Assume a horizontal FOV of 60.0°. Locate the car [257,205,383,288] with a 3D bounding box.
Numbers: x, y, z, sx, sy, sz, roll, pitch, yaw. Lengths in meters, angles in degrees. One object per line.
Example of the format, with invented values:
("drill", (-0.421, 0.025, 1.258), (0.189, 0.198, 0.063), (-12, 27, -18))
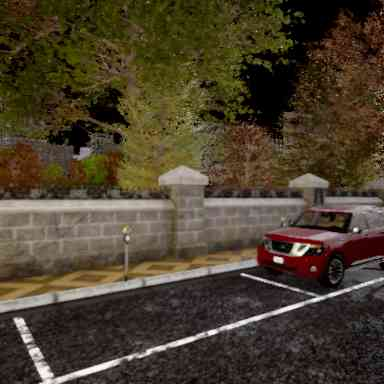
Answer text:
("car", (4.144, 1.332, 9.524), (5.009, 1.841, 2.192), (0, 1, -36))
